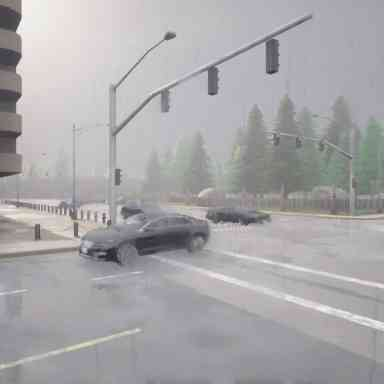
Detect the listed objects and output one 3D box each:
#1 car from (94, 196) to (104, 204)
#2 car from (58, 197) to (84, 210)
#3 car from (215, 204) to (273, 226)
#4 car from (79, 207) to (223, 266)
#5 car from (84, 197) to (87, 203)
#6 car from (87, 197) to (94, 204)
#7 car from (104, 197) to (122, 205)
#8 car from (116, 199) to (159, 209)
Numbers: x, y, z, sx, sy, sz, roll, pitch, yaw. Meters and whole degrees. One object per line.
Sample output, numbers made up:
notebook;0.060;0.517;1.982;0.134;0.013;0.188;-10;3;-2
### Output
car;-18.760;1.547;66.023;2.128;1.511;4.902;0;0;-36
car;-16.603;1.581;45.124;1.812;1.442;4.674;0;0;-36
car;3.239;1.600;24.118;2.033;1.411;5.357;0;0;-36
car;-1.437;1.491;11.685;4.902;1.511;2.128;0;0;-43
car;-19.432;1.656;54.940;1.895;1.301;4.718;0;0;-36
car;-20.828;1.656;62.931;1.895;1.301;4.718;0;0;-36
car;-13.251;1.581;58.581;1.812;1.442;4.674;0;0;-36
car;-4.249;1.603;28.363;2.033;1.411;5.357;0;0;-36
